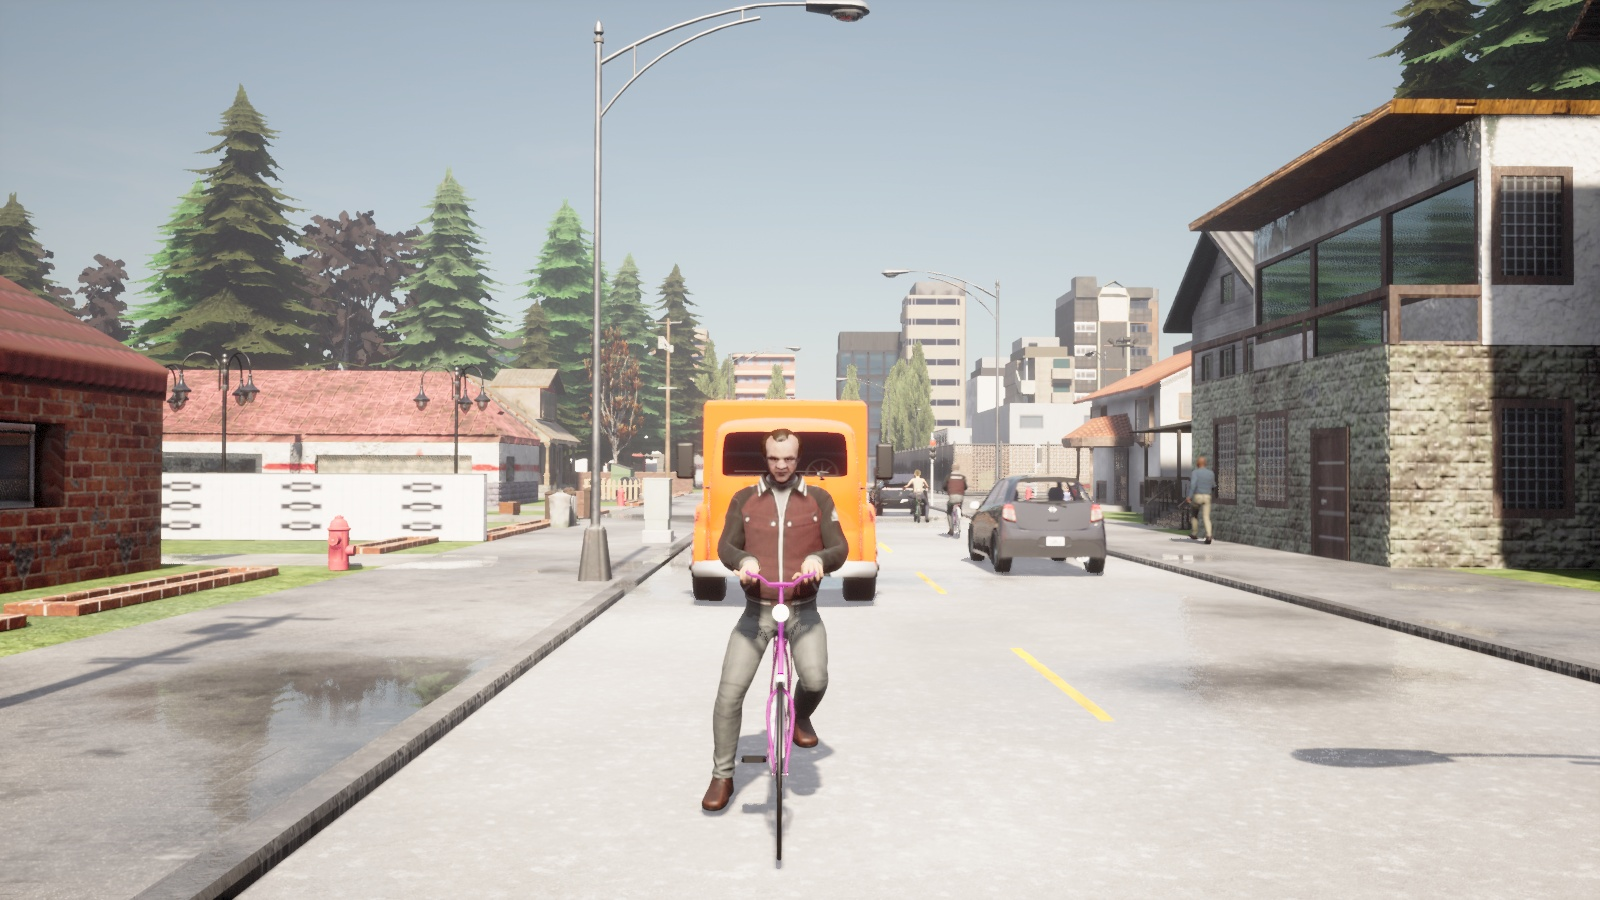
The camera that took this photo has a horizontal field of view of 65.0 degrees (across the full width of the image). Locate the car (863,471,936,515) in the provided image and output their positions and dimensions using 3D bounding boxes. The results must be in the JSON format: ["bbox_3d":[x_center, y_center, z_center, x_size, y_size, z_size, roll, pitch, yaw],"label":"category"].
[{"bbox_3d":[3.519,1.516,45.323,2.128,1.511,4.902,0,-1,-1],"label":"car"}]

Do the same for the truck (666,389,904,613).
[{"bbox_3d":[-0.194,0.605,16.482,2.627,2.467,5.204,0,-1,-1],"label":"truck"}]

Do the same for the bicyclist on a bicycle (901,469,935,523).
[{"bbox_3d":[3.580,1.378,38.293,0.866,1.612,1.509,0,-1,-1],"label":"bicyclist on a bicycle"}]

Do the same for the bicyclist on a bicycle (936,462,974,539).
[{"bbox_3d":[3.670,1.171,29.894,0.659,1.776,1.843,0,-1,-1],"label":"bicyclist on a bicycle"}]

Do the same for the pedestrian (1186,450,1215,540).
[{"bbox_3d":[8.271,0.926,25.936,0.370,1.835,0.726,0,-1,2],"label":"pedestrian"}]

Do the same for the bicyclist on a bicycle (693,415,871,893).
[{"bbox_3d":[-0.079,0.779,5.613,0.659,1.776,1.843,0,-1,-1],"label":"bicyclist on a bicycle"}]

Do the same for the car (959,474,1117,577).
[{"bbox_3d":[3.768,1.157,20.506,1.845,1.501,3.633,0,-1,-1],"label":"car"}]
